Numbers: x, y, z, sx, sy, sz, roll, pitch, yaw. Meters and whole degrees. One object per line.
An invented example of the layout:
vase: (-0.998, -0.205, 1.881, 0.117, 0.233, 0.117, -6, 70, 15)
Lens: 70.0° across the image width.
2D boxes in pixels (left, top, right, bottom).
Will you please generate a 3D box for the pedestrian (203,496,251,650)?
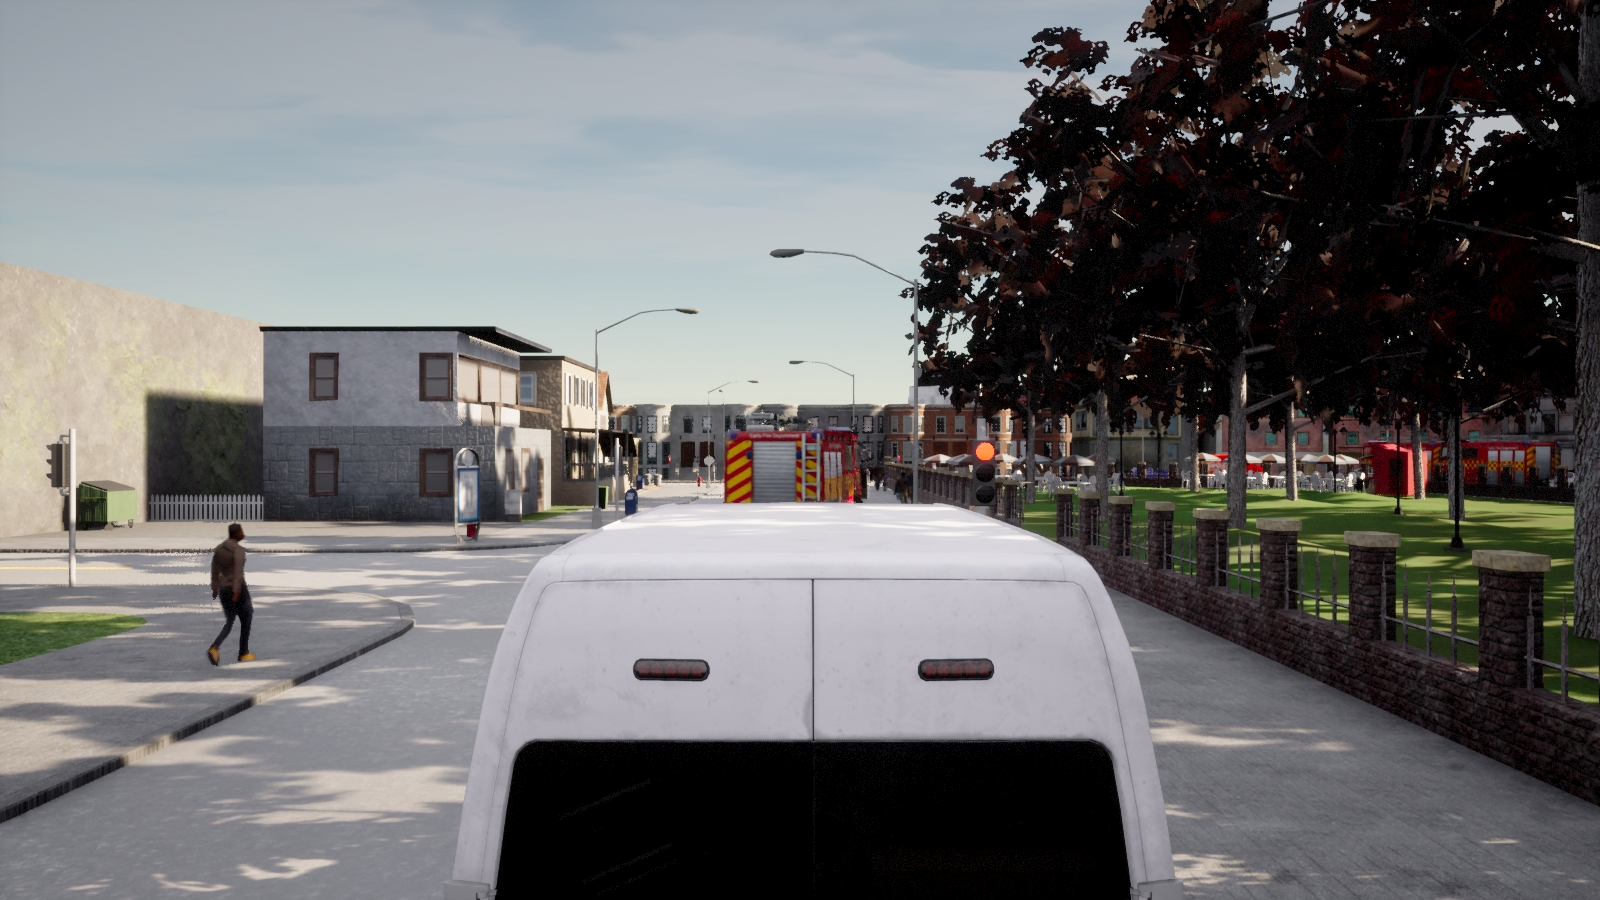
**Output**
pedestrian: (-7.122, 1.517, 14.208, 0.375, 1.860, 0.375, 0, 0, 20)

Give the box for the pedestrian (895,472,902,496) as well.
pedestrian: (5.247, 1.805, 60.791, 0.375, 1.300, 0.375, 0, 0, 4)

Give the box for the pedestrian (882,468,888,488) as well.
pedestrian: (5.503, 1.796, 74.005, 0.375, 1.300, 0.375, 0, 0, 2)

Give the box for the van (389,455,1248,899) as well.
van: (0.036, 1.314, 5.605, 1.988, 2.561, 5.915, 0, 0, 0)

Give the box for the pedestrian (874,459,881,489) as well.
pedestrian: (4.904, 1.516, 72.398, 0.375, 1.860, 0.375, 0, 0, -2)

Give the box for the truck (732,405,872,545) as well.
truck: (0.313, 0.670, 35.669, 2.891, 3.827, 8.468, 0, 0, 10)

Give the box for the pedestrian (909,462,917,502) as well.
pedestrian: (5.379, 1.525, 54.519, 0.375, 1.860, 0.375, 0, 0, 2)

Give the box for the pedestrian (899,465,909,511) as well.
pedestrian: (4.193, 1.525, 46.127, 0.375, 1.860, 0.375, 0, 0, 2)
